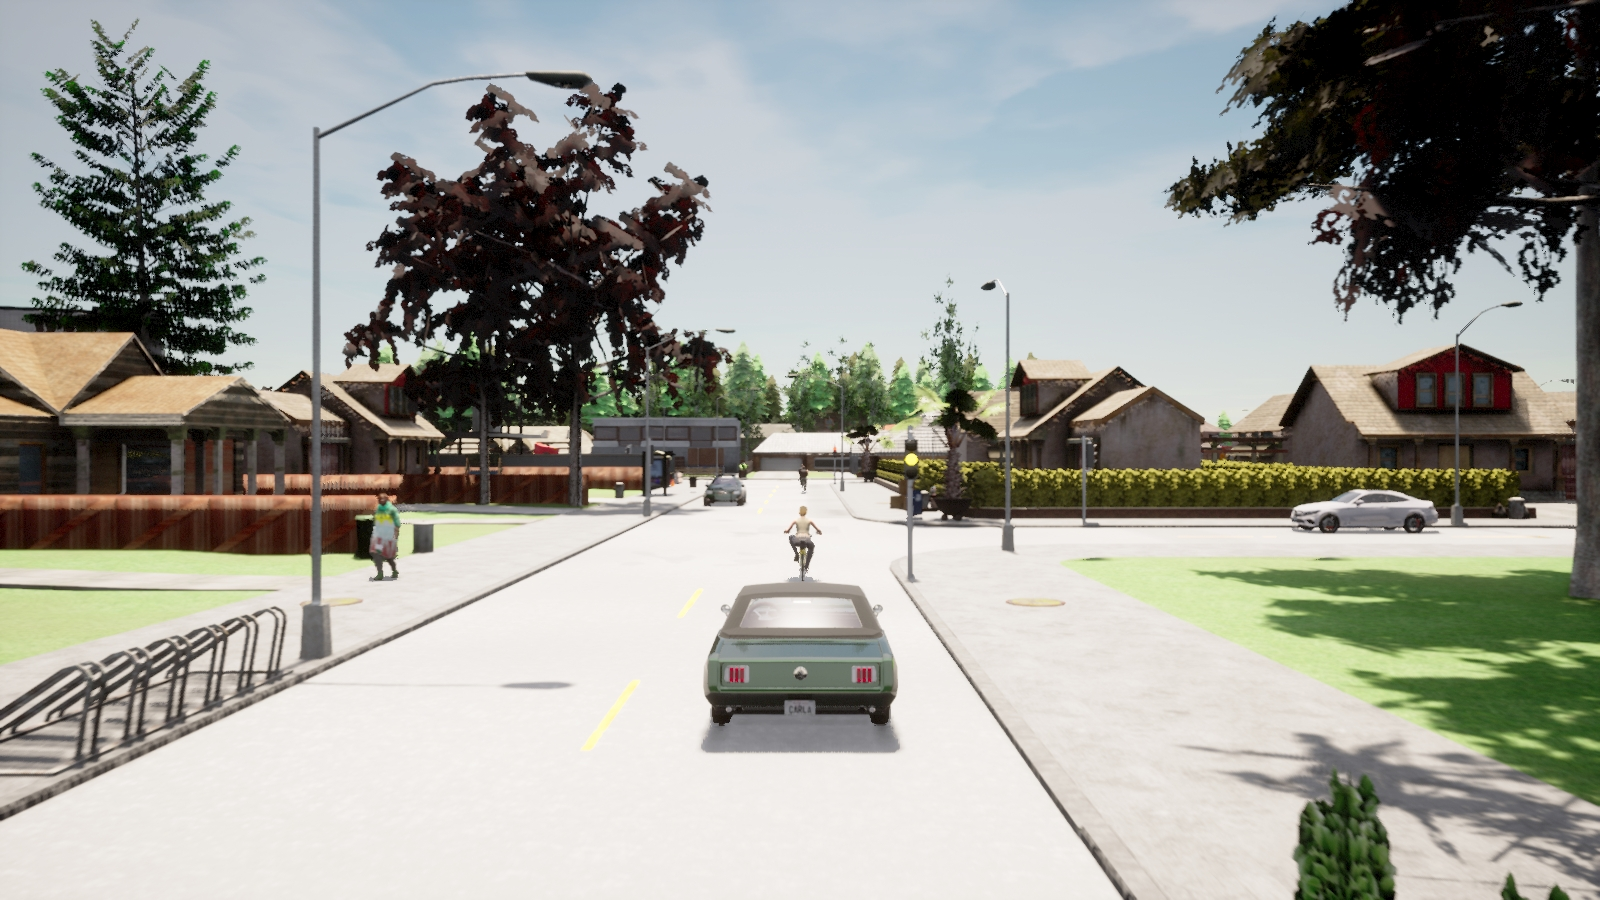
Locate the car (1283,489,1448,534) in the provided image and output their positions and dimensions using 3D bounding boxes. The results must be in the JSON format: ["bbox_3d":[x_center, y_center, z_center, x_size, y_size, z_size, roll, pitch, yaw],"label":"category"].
[{"bbox_3d":[19.260,2.081,39.071,4.674,1.442,2.002,0,0,0],"label":"car"}]

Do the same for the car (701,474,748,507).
[{"bbox_3d":[-3.800,2.037,58.463,2.038,1.542,4.974,0,0,0],"label":"car"}]

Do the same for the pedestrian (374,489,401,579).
[{"bbox_3d":[-8.609,1.743,23.846,0.375,1.860,0.375,0,0,12],"label":"pedestrian"}]

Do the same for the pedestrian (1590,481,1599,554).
[{"bbox_3d":[20.693,1.743,29.481,0.375,1.860,0.375,0,0,0],"label":"pedestrian"}]

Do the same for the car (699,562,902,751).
[{"bbox_3d":[0.018,2.155,12.996,1.895,1.301,4.718,0,0,0],"label":"car"}]
